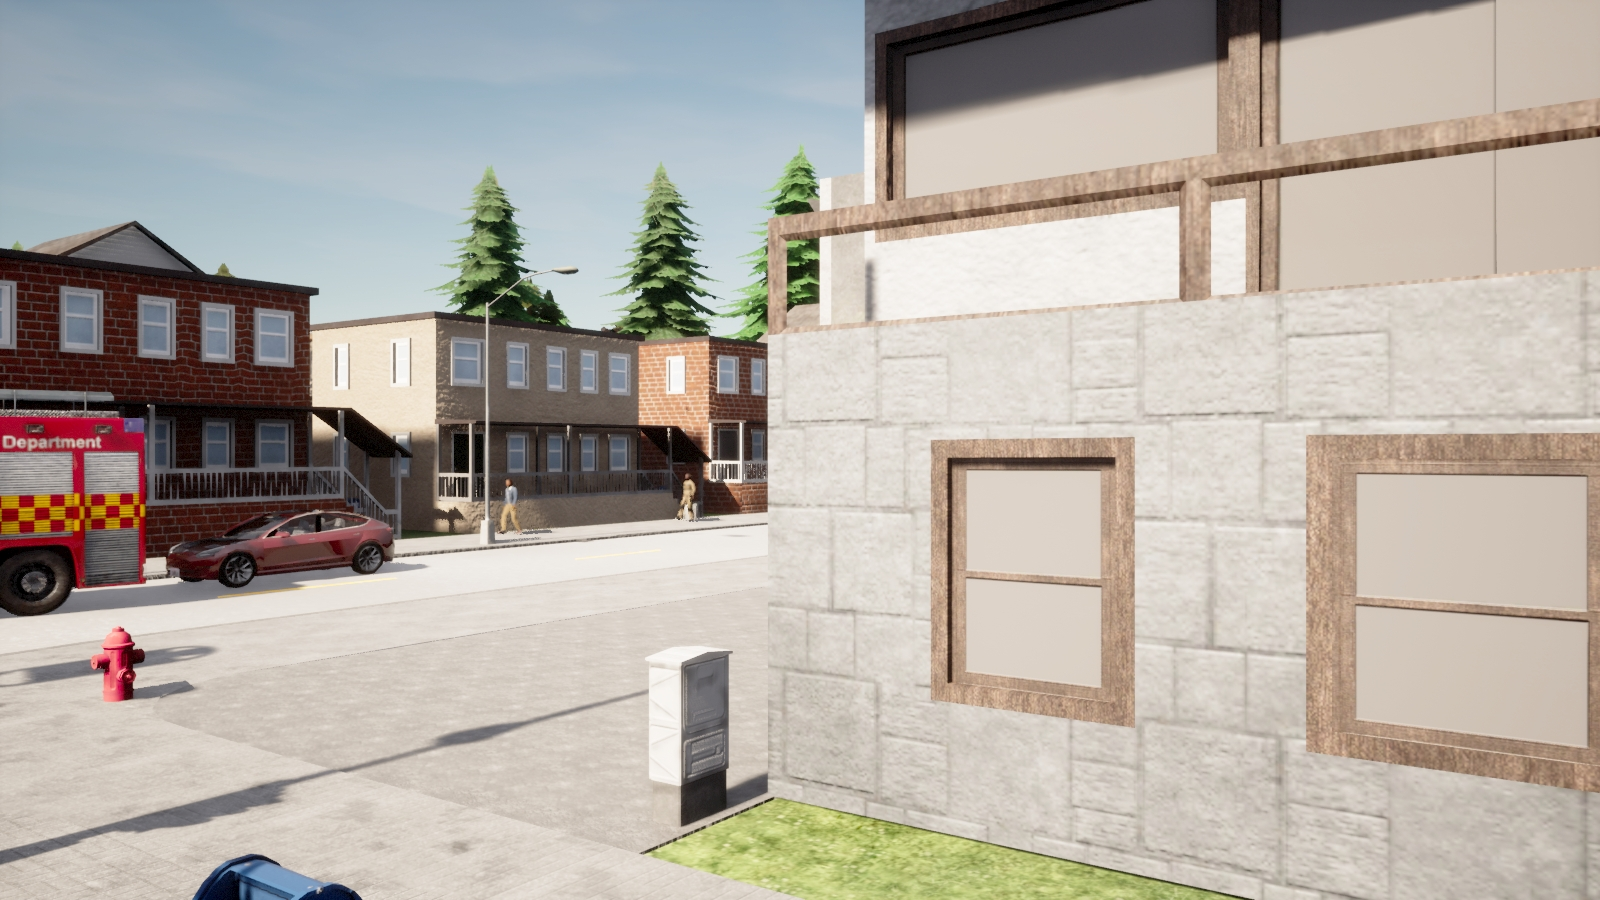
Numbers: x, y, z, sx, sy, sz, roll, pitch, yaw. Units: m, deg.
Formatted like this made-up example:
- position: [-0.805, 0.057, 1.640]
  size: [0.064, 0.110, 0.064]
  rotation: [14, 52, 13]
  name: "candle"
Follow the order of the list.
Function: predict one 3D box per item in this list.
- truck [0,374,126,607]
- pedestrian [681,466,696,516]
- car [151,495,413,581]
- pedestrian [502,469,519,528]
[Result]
- position: [-15.857, 0.669, 18.078]
  size: [2.891, 3.827, 8.468]
  rotation: [0, 0, 45]
  name: "truck"
- position: [-4.139, 1.524, 42.453]
  size: [0.375, 1.860, 0.375]
  rotation: [0, 0, 32]
  name: "pedestrian"
- position: [-11.226, 1.843, 25.095]
  size: [2.163, 1.488, 4.792]
  rotation: [0, 0, 35]
  name: "car"
- position: [-9.131, 1.524, 36.063]
  size: [0.375, 1.860, 0.375]
  rotation: [0, 0, 35]
  name: "pedestrian"
